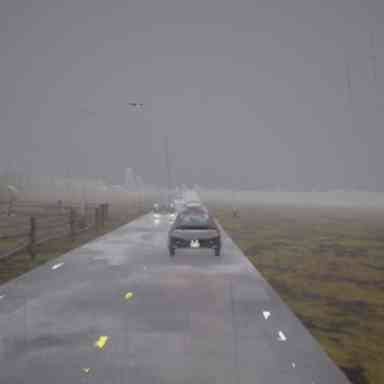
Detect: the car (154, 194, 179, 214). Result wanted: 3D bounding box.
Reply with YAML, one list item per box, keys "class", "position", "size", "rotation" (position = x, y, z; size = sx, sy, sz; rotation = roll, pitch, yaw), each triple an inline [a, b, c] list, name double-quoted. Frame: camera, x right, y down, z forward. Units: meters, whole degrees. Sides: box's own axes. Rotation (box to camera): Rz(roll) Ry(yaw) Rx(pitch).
- class: "car"
  position: [-2.829, 1.358, 35.466]
  size: [2.097, 1.767, 4.553]
  rotation: [0, 0, 0]

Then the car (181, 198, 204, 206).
- class: "car"
  position: [0.109, 1.545, 29.639]
  size: [1.812, 1.442, 4.674]
  rotation: [0, 0, 0]

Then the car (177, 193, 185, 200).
- class: "car"
  position: [-2.715, 0.954, 76.120]
  size: [2.097, 1.767, 4.553]
  rotation: [0, 1, 0]

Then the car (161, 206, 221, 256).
- class: "car"
  position: [0.099, 1.508, 13.239]
  size: [2.128, 1.511, 4.902]
  rotation: [0, 0, 0]
